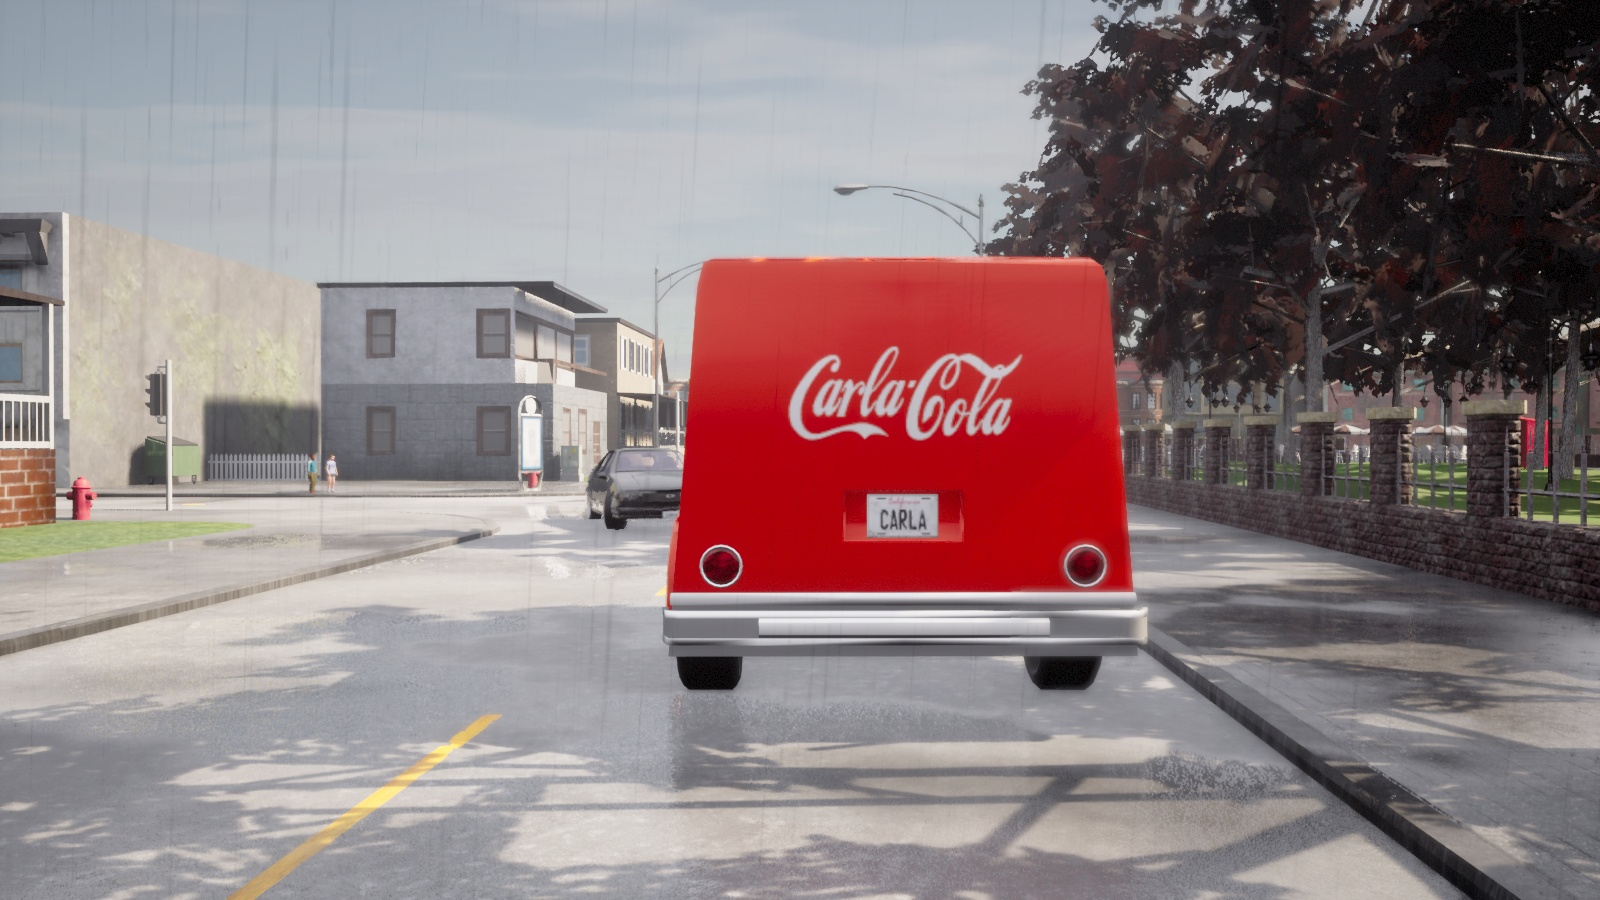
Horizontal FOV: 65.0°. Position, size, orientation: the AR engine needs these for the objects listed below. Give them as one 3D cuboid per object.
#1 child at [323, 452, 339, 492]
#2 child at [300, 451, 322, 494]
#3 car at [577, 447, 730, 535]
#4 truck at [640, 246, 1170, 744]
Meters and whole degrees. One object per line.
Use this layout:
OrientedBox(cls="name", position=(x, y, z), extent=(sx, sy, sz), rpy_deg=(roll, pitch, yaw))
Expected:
OrientedBox(cls="child", position=(-13.211, 0.626, 35.382), extent=(0.394, 1.110, 0.255), rpy_deg=(0, 0, 36))
OrientedBox(cls="child", position=(-13.561, 0.629, 34.839), extent=(0.448, 1.192, 0.343), rpy_deg=(0, 0, 18))
OrientedBox(cls="car", position=(-2.853, 0.660, 23.250), extent=(2.033, 1.411, 5.357), rpy_deg=(0, 0, -15))
OrientedBox(cls="truck", position=(0.519, 0.210, 8.828), extent=(2.627, 2.467, 5.204), rpy_deg=(0, 0, 0))
